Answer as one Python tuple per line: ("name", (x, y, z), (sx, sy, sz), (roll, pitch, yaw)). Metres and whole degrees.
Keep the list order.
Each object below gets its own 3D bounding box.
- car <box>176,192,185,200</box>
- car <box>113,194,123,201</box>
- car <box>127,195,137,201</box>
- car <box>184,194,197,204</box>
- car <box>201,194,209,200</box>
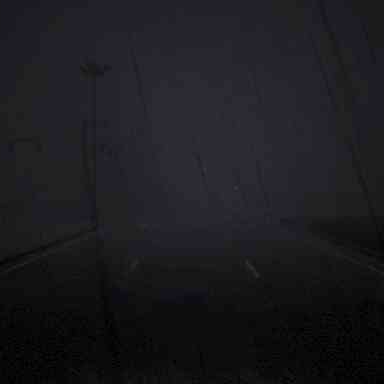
("car", (-3.412, 1.420, 91.563), (2.033, 1.411, 5.357), (0, 0, 0))
("car", (-18.468, 1.397, 83.141), (1.837, 1.490, 4.892), (0, 0, 0))
("car", (-14.968, 1.423, 83.118), (2.128, 1.511, 4.902), (0, 0, 0))
("car", (0.003, 1.473, 60.572), (2.033, 1.411, 5.357), (0, 0, 0))
("car", (3.587, 1.354, 91.404), (1.882, 1.535, 5.008), (0, 0, 0))
